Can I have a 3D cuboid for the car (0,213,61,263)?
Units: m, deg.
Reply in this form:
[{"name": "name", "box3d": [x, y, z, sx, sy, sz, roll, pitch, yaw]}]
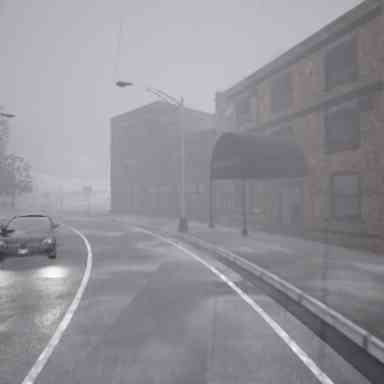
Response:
[{"name": "car", "box3d": [-5.939, 1.542, 12.338, 1.812, 1.442, 4.674, 0, 0, -20]}]
